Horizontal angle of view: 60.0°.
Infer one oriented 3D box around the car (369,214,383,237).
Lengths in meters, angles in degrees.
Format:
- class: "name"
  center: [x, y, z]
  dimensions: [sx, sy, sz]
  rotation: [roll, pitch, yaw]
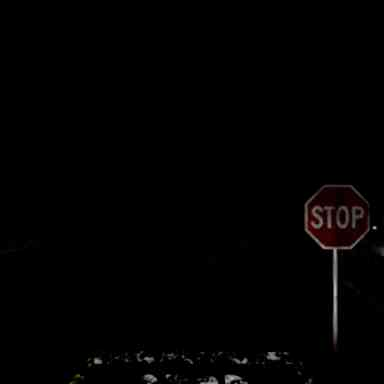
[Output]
- class: "car"
  center: [11.665, 1.449, 16.274]
  dimensions: [5.566, 2.045, 2.150]
  rotation: [1, -1, -1]
